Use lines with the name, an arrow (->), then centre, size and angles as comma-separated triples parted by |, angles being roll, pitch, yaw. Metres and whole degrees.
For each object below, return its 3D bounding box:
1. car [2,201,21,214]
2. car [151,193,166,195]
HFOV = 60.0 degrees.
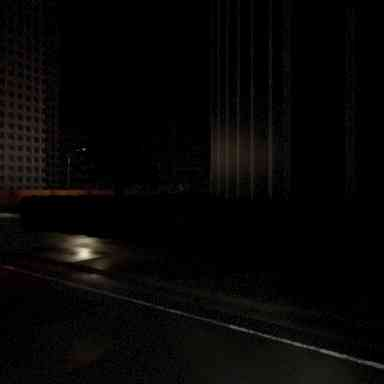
car -> -18.261, 1.549, 36.613 | 1.812, 1.442, 4.674 | 0, 0, 35
car -> -5.962, 1.231, 53.820 | 2.150, 2.045, 5.566 | 0, 0, 35
